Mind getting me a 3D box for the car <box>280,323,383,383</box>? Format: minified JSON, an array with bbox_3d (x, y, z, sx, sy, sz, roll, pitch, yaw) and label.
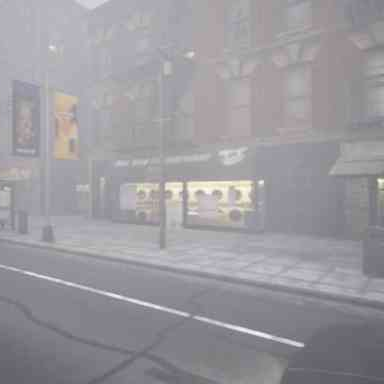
[{"bbox_3d":[3.169,1.546,1.732,5.357,1.411,2.033,0,0,36],"label":"car"}]
